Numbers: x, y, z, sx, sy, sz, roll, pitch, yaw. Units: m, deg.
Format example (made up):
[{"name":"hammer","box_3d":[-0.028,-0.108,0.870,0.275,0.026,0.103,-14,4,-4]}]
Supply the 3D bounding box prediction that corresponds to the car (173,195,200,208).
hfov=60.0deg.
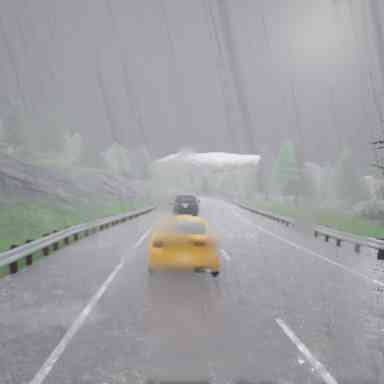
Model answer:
[{"name":"car","box_3d":[-0.466,1.293,30.149,2.150,2.045,5.566,1,0,2]}]

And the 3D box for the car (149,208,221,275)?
[{"name":"car","box_3d":[-0.271,1.501,10.565,1.882,1.535,5.008,1,0,-3]}]
